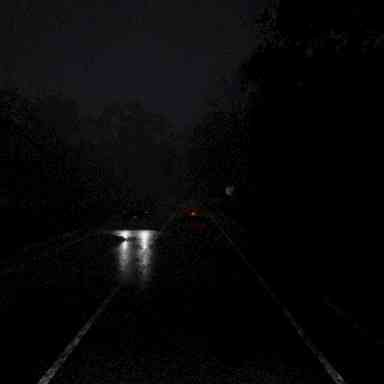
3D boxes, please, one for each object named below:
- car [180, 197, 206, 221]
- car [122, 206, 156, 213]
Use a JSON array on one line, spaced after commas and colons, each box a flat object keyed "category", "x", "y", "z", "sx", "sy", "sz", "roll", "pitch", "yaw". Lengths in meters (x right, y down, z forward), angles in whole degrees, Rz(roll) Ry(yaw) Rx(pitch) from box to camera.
[{"category": "car", "x": 0.105, "y": 1.406, "z": 26.521, "sx": 1.882, "sy": 1.535, "sz": 5.008, "roll": 0, "pitch": 0, "yaw": 0}, {"category": "car", "x": -3.498, "y": 1.140, "z": 22.987, "sx": 2.033, "sy": 1.411, "sz": 5.357, "roll": 0, "pitch": 0, "yaw": 0}]
